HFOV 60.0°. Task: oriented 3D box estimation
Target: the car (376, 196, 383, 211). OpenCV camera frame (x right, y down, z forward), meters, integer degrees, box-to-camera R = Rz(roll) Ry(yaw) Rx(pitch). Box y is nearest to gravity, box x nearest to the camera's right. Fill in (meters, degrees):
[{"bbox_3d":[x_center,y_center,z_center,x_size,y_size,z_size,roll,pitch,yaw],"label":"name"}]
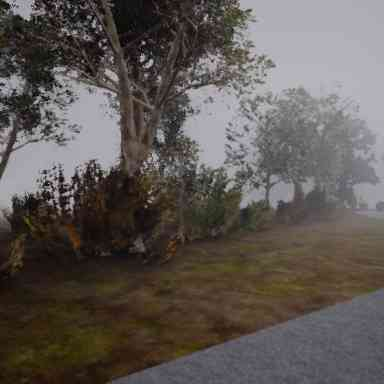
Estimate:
[{"bbox_3d":[25.134,1.385,41.745,5.566,2.045,2.150,0,0,-40],"label":"car"}]
